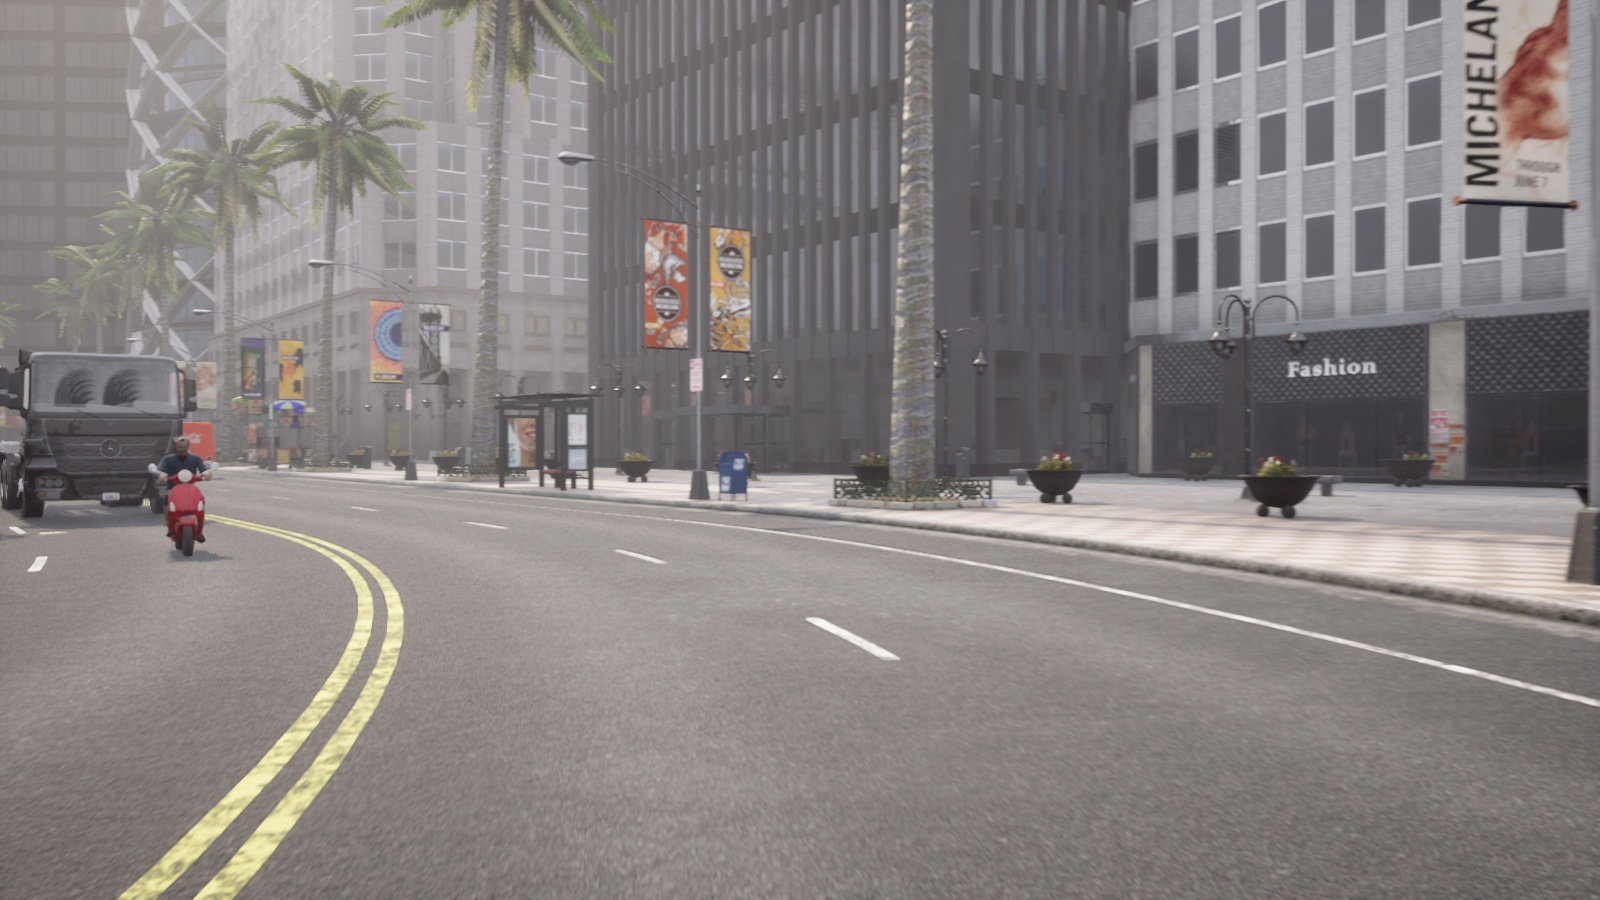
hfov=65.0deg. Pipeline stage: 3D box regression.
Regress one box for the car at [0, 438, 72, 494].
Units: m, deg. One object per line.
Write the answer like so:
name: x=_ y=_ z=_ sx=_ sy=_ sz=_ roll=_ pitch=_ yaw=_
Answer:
car: x=-24.489 y=0.461 z=39.718 sx=2.033 sy=1.649 sz=4.856 roll=0 pitch=0 yaw=-36

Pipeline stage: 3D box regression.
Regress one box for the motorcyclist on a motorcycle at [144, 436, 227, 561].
motorcyclist on a motorcycle: x=-8.332 y=0.607 z=16.993 sx=0.866 sy=1.590 sz=1.817 roll=-1 pitch=1 yaw=-30

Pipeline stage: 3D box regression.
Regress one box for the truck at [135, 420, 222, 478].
truck: x=-27.892 y=-0.048 z=56.246 sx=2.627 sy=2.467 sz=5.204 roll=0 pitch=0 yaw=-36

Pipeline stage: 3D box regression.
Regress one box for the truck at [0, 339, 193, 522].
truck: x=-15.832 y=-0.387 z=27.856 sx=2.891 sy=3.462 sz=7.936 roll=0 pitch=0 yaw=-36
